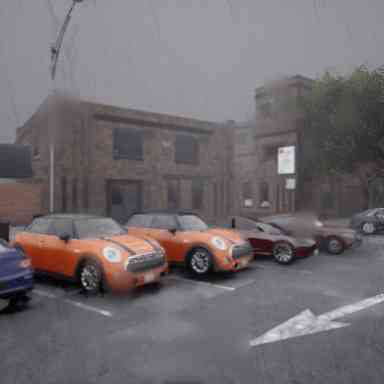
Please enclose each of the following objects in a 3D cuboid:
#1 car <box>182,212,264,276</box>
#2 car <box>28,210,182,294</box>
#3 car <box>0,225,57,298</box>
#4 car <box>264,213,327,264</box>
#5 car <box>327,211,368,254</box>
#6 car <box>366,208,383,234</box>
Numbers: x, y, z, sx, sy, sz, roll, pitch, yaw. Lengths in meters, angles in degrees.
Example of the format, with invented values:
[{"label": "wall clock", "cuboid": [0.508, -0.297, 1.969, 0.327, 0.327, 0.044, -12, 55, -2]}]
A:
[{"label": "car", "cuboid": [-0.350, 1.418, 10.648, 4.553, 1.767, 2.185, -1, -1, 35]}, {"label": "car", "cuboid": [-2.803, 1.388, 8.919, 4.553, 1.767, 2.185, -1, -1, 35]}, {"label": "car", "cuboid": [-5.233, 1.525, 7.163, 4.674, 1.452, 2.002, -1, -1, 35]}, {"label": "car", "cuboid": [2.151, 1.603, 12.339, 4.792, 1.488, 2.163, -1, -1, 35]}, {"label": "car", "cuboid": [4.577, 1.646, 14.089, 4.674, 1.452, 2.002, -1, -1, 35]}, {"label": "car", "cuboid": [11.919, 1.704, 19.296, 4.892, 1.521, 2.231, -1, -2, 35]}]
